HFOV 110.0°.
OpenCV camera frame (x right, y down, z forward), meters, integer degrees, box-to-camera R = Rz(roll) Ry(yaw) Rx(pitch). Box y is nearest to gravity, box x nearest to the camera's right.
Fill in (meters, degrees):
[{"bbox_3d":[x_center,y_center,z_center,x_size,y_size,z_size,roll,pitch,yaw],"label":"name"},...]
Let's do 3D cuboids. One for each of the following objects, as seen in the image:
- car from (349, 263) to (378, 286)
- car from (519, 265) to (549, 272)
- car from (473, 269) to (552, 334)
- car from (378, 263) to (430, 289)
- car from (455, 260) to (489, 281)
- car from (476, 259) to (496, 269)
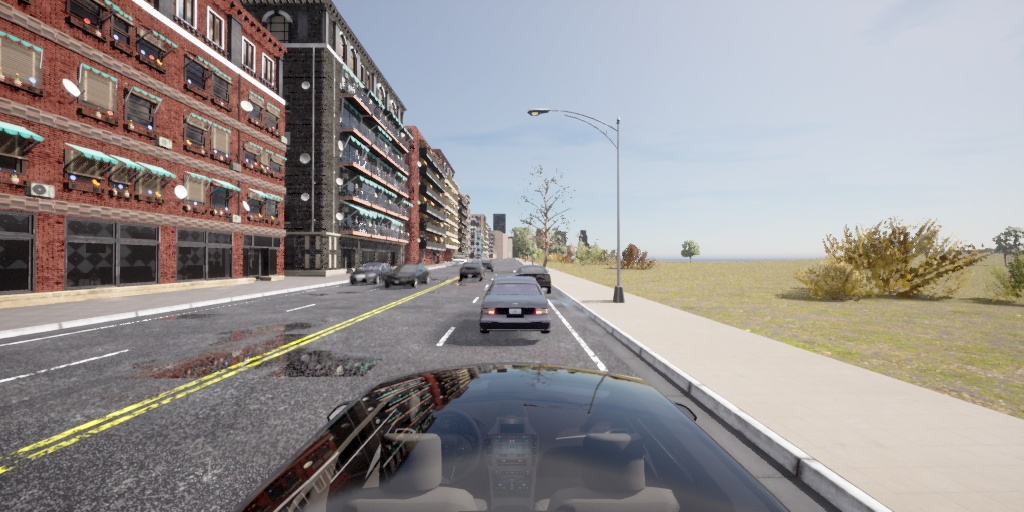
[{"bbox_3d":[-9.886,1.243,25.712,2.128,1.511,4.902,0,0,0],"label":"car"},{"bbox_3d":[1.109,1.230,20.396,1.882,1.535,5.008,0,0,0],"label":"car"},{"bbox_3d":[0.089,1.299,10.632,2.033,1.411,5.357,0,0,0],"label":"car"},{"bbox_3d":[-6.632,1.230,23.134,1.882,1.535,5.008,0,0,0],"label":"car"},{"bbox_3d":[-3.191,1.254,29.585,1.837,1.490,4.892,0,-1,0],"label":"car"},{"bbox_3d":[-3.214,1.255,45.714,1.837,1.490,4.892,0,0,0],"label":"car"}]
